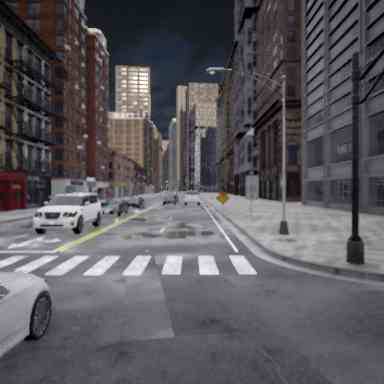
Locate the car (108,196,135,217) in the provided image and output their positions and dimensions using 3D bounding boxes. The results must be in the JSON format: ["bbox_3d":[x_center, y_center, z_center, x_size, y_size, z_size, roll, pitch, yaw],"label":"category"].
[{"bbox_3d":[-6.604,1.240,28.410,2.128,1.511,4.902,0,1,0],"label":"car"}]

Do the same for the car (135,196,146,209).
[{"bbox_3d":[-6.591,1.200,38.794,2.033,1.411,5.357,0,1,1],"label":"car"}]

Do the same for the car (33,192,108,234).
[{"bbox_3d":[-6.607,1.062,18.389,2.150,2.045,5.566,0,1,0],"label":"car"}]

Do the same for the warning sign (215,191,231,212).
[{"bbox_3d":[2.843,0.843,30.657,1.300,1.860,1.060,0,0,0],"label":"warning sign"}]

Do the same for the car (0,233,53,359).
[{"bbox_3d":[-3.146,1.496,3.441,1.812,1.442,4.674,0,1,0],"label":"car"}]

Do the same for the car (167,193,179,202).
[{"bbox_3d":[-3.251,0.982,58.044,1.837,1.490,4.892,0,1,0],"label":"car"}]

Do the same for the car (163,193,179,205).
[{"bbox_3d":[-3.156,1.121,47.448,2.033,1.411,5.357,0,1,0],"label":"car"}]

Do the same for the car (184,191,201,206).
[{"bbox_3d":[0.039,0.802,46.666,2.150,2.045,5.566,0,1,0],"label":"car"}]
